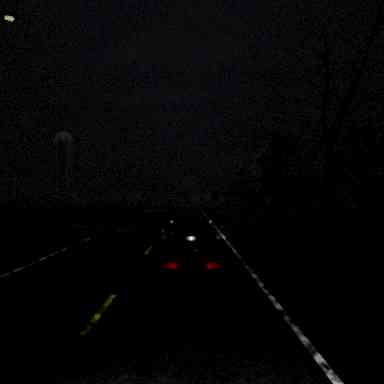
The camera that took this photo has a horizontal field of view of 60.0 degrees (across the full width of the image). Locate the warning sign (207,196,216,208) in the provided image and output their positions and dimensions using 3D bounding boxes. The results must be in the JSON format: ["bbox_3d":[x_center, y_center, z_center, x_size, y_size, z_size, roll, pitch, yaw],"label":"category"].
[{"bbox_3d":[3.086,1.637,53.352,1.300,1.860,1.060,1,0,-1],"label":"warning sign"}]

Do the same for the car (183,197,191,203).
[{"bbox_3d":[-1.370,2.214,90.853,1.882,1.535,5.008,0,-1,-2],"label":"car"}]

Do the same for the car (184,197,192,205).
[{"bbox_3d":[-1.042,2.246,79.181,1.837,1.490,4.892,0,-1,-2],"label":"car"}]

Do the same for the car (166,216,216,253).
[{"bbox_3d":[-0.033,1.701,14.279,1.994,1.385,4.181,0,0,0],"label":"car"}]
